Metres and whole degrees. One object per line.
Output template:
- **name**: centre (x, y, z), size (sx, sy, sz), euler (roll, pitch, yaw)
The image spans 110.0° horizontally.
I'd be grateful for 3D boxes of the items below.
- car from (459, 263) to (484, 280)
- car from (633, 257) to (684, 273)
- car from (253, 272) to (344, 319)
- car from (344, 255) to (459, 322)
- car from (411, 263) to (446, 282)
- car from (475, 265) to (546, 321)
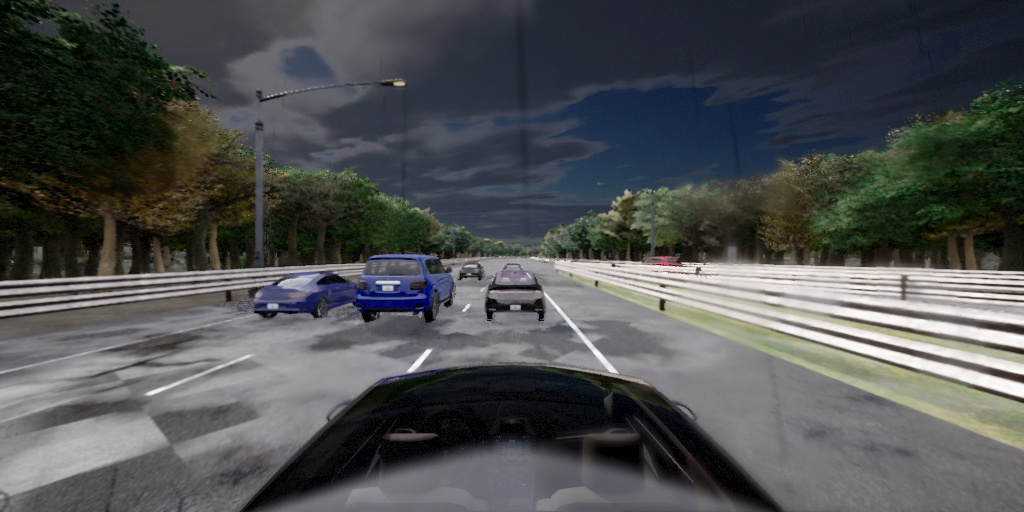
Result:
- **car**: centre (-3.406, 1.282, 30.759), size (1.812, 1.442, 4.674), euler (0, 0, 0)
- **car**: centre (14.258, 1.090, 35.201), size (2.150, 2.045, 5.566), euler (0, 0, -15)
- **car**: centre (-6.897, 1.268, 12.641), size (1.812, 1.442, 4.674), euler (0, 0, 0)
- **car**: centre (-3.414, 0.973, 12.481), size (2.150, 2.045, 5.566), euler (0, 0, 0)
- **car**: centre (-6.907, 1.320, 30.205), size (1.994, 1.385, 4.181), euler (0, 0, 0)
- **car**: centre (0.097, 1.243, 12.564), size (2.128, 1.511, 4.902), euler (0, 0, 0)
